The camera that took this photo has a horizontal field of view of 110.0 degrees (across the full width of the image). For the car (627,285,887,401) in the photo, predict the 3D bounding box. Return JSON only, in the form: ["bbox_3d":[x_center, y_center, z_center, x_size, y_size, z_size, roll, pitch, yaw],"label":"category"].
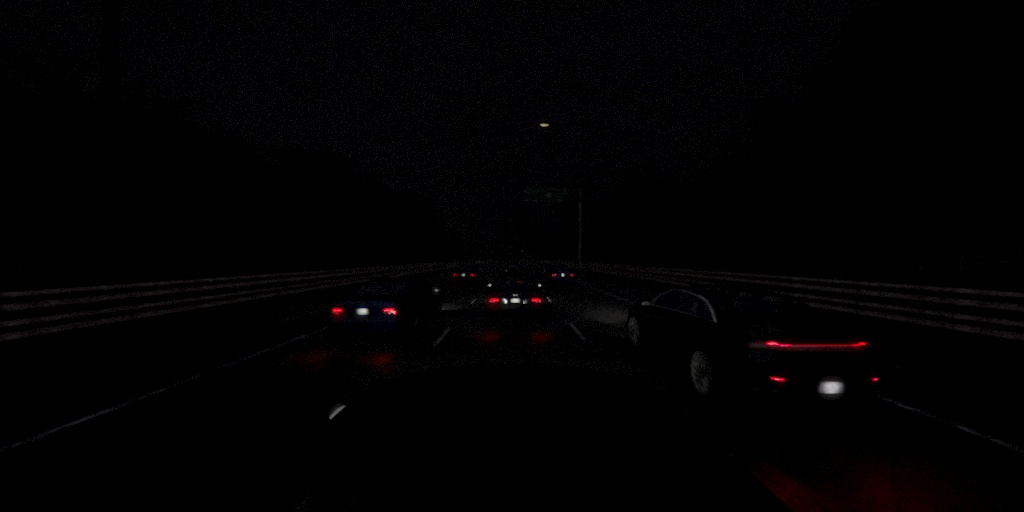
[{"bbox_3d":[3.573,1.259,6.422,2.128,1.511,4.902,0,0,0],"label":"car"}]

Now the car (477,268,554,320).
[{"bbox_3d":[0.096,1.338,12.778,2.033,1.411,5.357,0,0,0],"label":"car"}]

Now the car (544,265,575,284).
[{"bbox_3d":[3.596,1.402,27.769,2.033,1.411,5.357,0,0,0],"label":"car"}]

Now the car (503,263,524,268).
[{"bbox_3d":[0.099,1.407,33.645,1.812,1.442,4.674,0,0,0],"label":"car"}]

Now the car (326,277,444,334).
[{"bbox_3d":[-3.407,1.330,10.699,2.033,1.411,5.357,0,0,0],"label":"car"}]

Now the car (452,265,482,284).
[{"bbox_3d":[-3.404,1.402,27.795,2.033,1.411,5.357,0,0,0],"label":"car"}]
